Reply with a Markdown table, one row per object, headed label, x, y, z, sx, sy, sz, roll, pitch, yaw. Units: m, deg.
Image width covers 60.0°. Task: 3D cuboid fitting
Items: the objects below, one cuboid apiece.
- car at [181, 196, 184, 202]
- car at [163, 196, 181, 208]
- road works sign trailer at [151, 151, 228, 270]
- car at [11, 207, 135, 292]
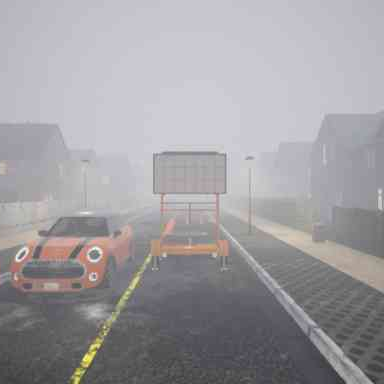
| label | x | y | z | sx | sy | sz | roll | pitch | yaw |
| --- | --- | --- | --- | --- | --- | --- | --- | --- | --- |
| car | -3.399 | 1.865 | 91.002 | 2.097 | 1.767 | 4.553 | 0 | -1 | 0 |
| car | -3.202 | 1.681 | 49.719 | 2.033 | 1.411 | 5.357 | 0 | 0 | 0 |
| road works sign trailer | -0.070 | 0.467 | 11.009 | 2.380 | 3.560 | 2.880 | 0 | 0 | 0 |
| car | -2.912 | 1.354 | 9.096 | 2.097 | 1.767 | 4.553 | 0 | 0 | 0 |
